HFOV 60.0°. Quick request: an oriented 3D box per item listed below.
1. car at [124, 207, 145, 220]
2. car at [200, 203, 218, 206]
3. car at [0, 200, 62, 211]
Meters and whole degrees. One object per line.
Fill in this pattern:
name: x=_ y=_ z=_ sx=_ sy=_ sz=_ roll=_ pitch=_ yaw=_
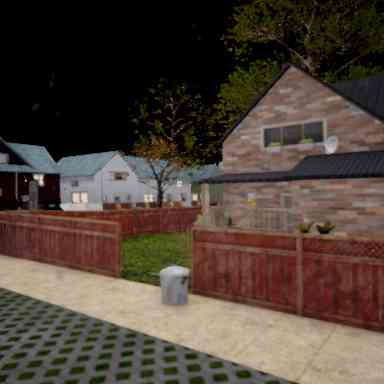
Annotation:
car: x=-5.588 y=2.058 z=30.835 sx=1.895 sy=1.301 sz=4.718 roll=-1 pitch=-1 yaw=37
car: x=1.824 y=2.096 z=40.711 sx=1.812 sy=1.442 sz=4.674 roll=-1 pitch=-1 yaw=37
car: x=-11.595 y=1.584 z=22.798 sx=2.150 sy=2.045 sz=5.566 roll=-1 pitch=-1 yaw=36
